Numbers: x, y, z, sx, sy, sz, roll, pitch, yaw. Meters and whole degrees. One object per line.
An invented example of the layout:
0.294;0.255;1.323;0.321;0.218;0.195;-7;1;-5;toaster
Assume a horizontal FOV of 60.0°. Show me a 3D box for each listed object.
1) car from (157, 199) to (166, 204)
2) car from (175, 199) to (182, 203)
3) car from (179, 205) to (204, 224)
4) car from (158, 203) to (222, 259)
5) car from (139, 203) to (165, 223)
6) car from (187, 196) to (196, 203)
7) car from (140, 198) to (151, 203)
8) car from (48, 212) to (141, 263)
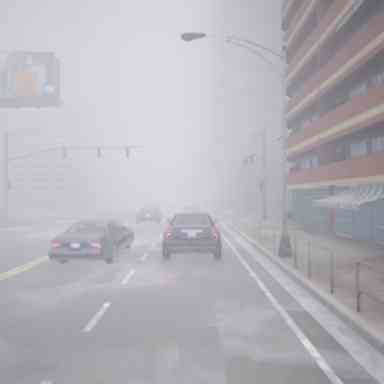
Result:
-7.049;2.329;76.358;1.837;1.490;4.892;0;-1;0;car
-3.556;2.414;87.328;2.033;1.411;5.357;0;-1;0;car
0.001;1.876;28.561;1.994;1.385;4.181;0;-1;0;car
0.008;1.498;13.409;2.097;1.767;4.553;0;-1;0;car
-3.612;1.874;28.409;1.994;1.385;4.181;0;-1;-3;car
-0.056;2.098;87.365;2.150;2.045;5.566;0;-1;0;car
-10.549;2.182;76.212;2.097;1.767;4.553;0;-1;0;car
-3.503;1.685;12.523;2.033;1.411;5.357;0;-1;0;car
